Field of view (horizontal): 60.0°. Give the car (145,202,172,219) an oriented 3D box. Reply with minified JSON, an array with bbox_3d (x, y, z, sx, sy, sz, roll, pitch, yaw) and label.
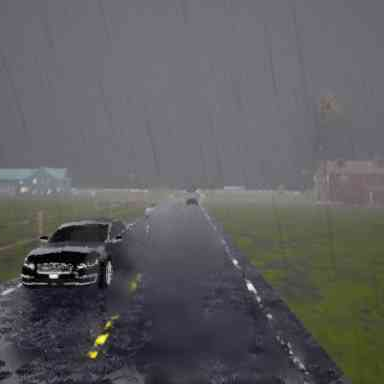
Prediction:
[{"bbox_3d":[-2.767,1.532,28.310,1.895,1.301,4.718,0,0,0],"label":"car"}]

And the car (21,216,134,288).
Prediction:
[{"bbox_3d":[-2.821,1.483,9.238,1.837,1.490,4.892,0,0,0],"label":"car"}]

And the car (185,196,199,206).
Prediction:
[{"bbox_3d":[-0.007,1.385,53.120,1.837,1.490,4.892,0,0,0],"label":"car"}]
